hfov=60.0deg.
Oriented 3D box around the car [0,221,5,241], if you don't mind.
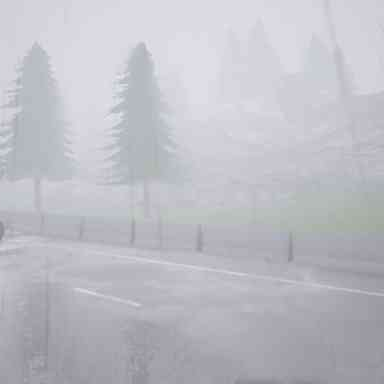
[{"bbox_3d":[-10.704,1.610,15.660,4.892,1.490,1.837,0,0,35],"label":"car"}]
